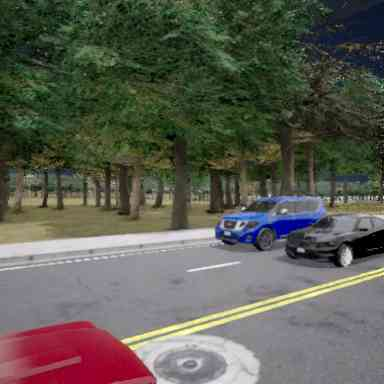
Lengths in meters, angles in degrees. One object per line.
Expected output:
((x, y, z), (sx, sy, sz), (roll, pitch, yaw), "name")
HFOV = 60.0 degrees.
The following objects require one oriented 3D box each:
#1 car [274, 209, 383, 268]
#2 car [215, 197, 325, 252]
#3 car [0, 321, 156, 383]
((5.317, 1.485, 11.470), (5.008, 1.535, 1.882), (0, 0, -35), "car")
((3.596, 1.230, 14.236), (5.566, 2.045, 2.150), (0, 0, -36), "car")
((-2.388, 1.601, 1.737), (4.718, 1.301, 1.895), (0, 0, -35), "car")
